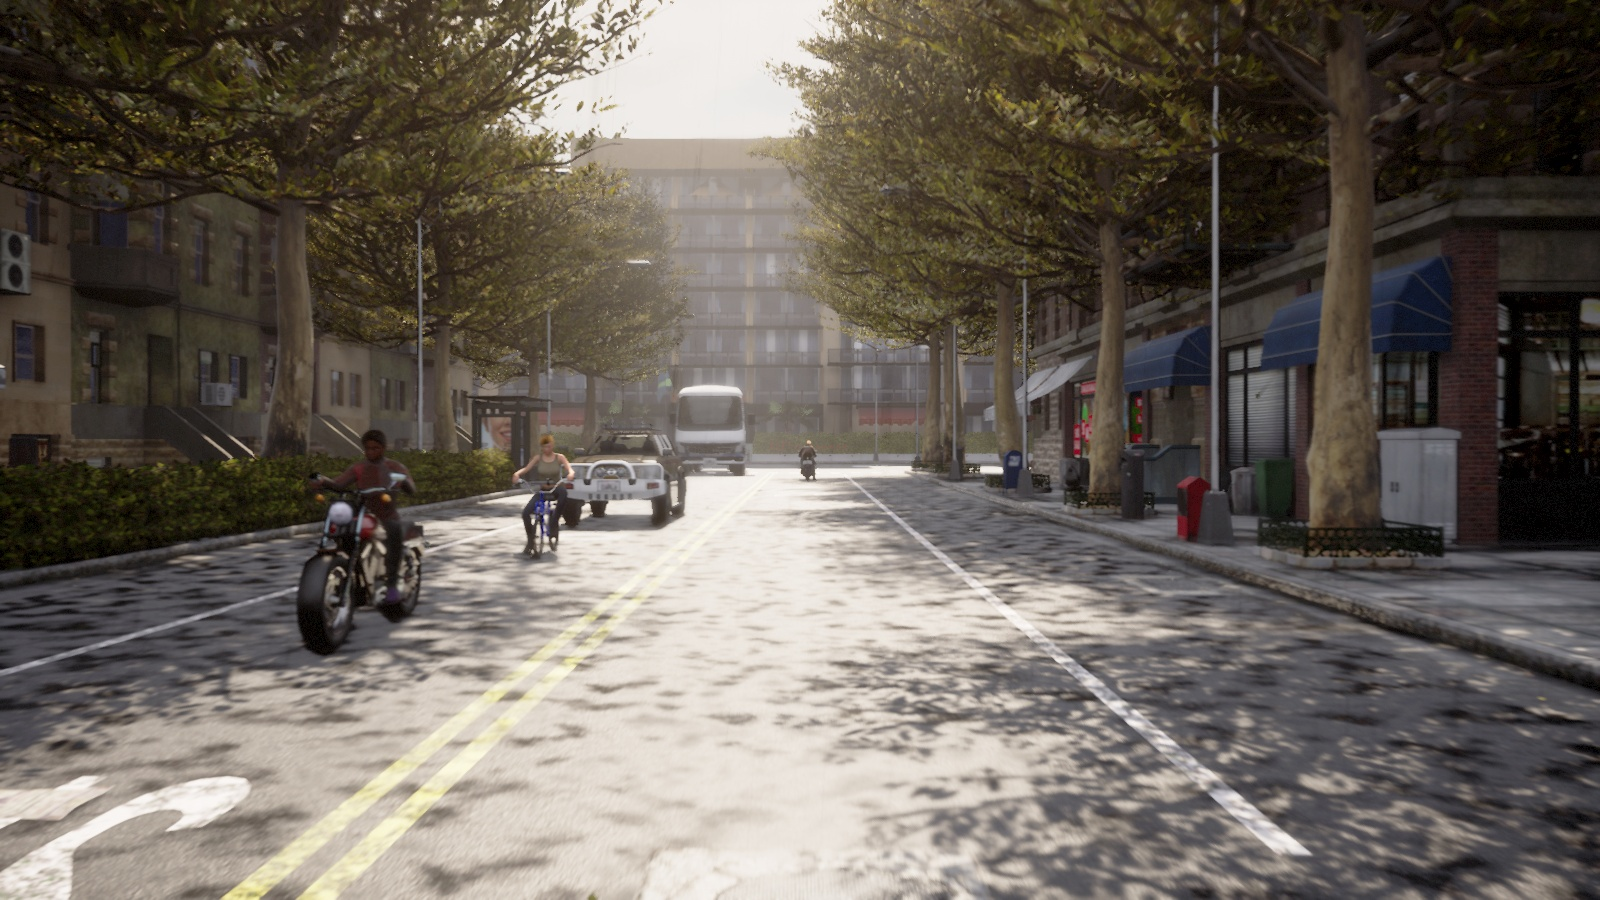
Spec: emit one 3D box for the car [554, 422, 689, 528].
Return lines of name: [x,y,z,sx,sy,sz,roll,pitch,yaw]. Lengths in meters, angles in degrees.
car: [-3.345,0.423,24.359,1.932,1.855,4.605,0,0,0]

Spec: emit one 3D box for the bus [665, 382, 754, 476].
bus: [-4.303,-0.984,62.129,3.944,4.253,10.273,0,0,-2]

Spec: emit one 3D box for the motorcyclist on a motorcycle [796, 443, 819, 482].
motorcyclist on a motorcycle: [0.300,0.499,50.225,0.866,1.530,2.191,0,0,0]

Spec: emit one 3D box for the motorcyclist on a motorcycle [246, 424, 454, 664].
motorcyclist on a motorcycle: [-3.429,0.639,9.837,0.766,1.649,2.350,0,0,0]

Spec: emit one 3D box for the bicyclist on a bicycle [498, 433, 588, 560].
bicyclist on a bicycle: [-3.385,0.586,16.671,0.866,1.612,1.509,0,0,1]
